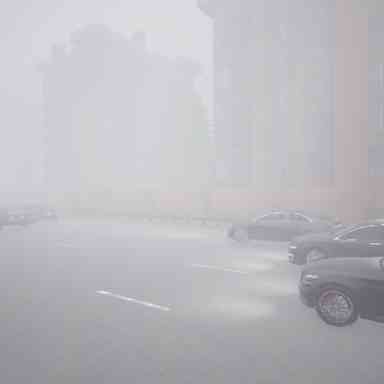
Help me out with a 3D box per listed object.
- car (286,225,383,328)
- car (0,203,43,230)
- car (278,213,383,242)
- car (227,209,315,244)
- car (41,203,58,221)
[{"bbox_3d":[4.151,1.525,5.329,4.674,1.442,1.812,0,0,36],"label":"car"},{"bbox_3d":[-12.144,1.548,21.271,5.357,1.411,2.033,0,0,36],"label":"car"},{"bbox_3d":[5.100,1.502,8.954,4.892,1.490,1.837,-1,-1,36],"label":"car"},{"bbox_3d":[3.856,1.490,14.140,4.902,1.511,2.128,0,0,36],"label":"car"},{"bbox_3d":[-12.184,1.564,25.599,4.181,1.385,1.994,0,0,36],"label":"car"}]
